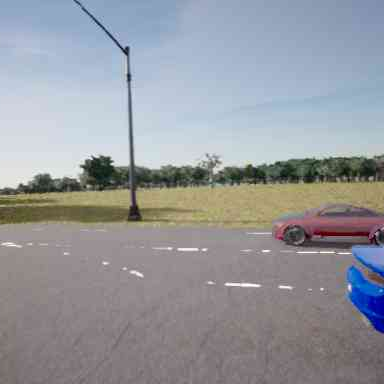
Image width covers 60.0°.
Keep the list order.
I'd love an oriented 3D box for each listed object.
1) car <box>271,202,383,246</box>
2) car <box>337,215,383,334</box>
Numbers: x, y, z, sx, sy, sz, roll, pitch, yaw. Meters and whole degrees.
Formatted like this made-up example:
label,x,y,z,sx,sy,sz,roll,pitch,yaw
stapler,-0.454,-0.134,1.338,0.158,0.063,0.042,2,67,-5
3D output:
label,x,y,z,sx,sy,sz,roll,pitch,yaw
car,4.892,1.068,11.488,4.181,1.385,1.994,-1,2,18
car,4.707,1.206,4.198,5.008,1.535,1.882,-1,2,18
